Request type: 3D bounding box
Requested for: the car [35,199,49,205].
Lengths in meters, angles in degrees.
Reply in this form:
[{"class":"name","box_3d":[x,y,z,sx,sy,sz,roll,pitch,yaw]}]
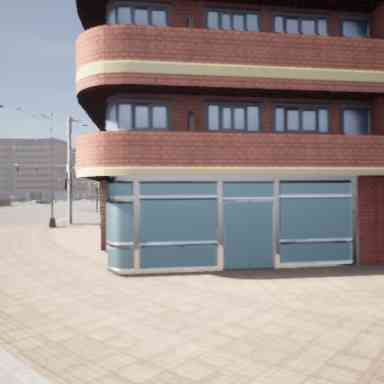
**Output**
[{"class":"car","box_3d":[-34.275,2.261,76.197,1.895,1.301,4.718,0,0,-8]}]
